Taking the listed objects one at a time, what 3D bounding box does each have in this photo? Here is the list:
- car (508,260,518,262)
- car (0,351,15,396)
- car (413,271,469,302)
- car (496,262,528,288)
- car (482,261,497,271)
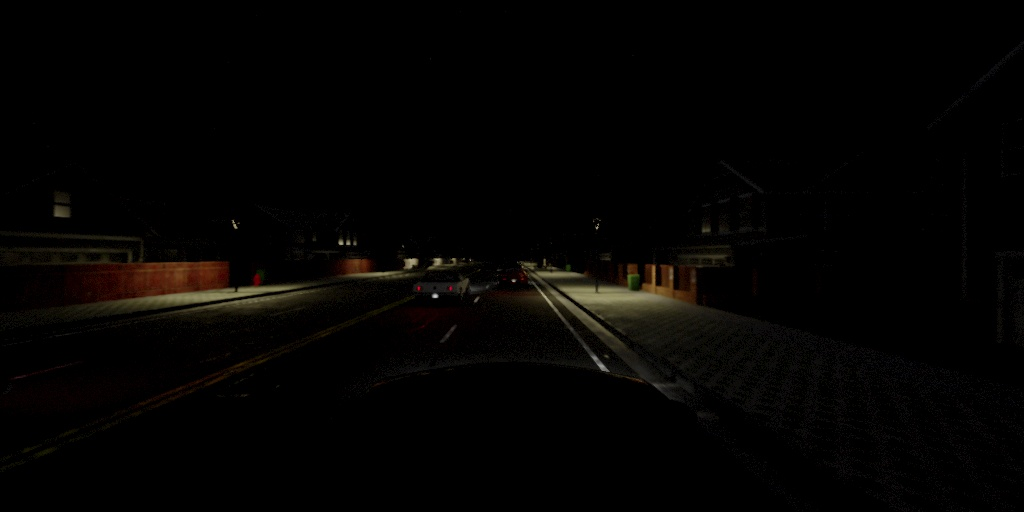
[{"bbox_3d":[0.103,1.353,50.386,1.837,1.490,4.892,0,-1,0],"label":"car"},{"bbox_3d":[-6.589,1.240,1.920,2.128,1.511,4.902,0,0,0],"label":"car"},{"bbox_3d":[-3.152,1.367,16.940,1.895,1.301,4.718,0,0,0],"label":"car"},{"bbox_3d":[0.103,1.307,23.857,1.812,1.442,4.674,0,0,0],"label":"car"},{"bbox_3d":[-3.145,1.413,50.260,1.994,1.385,4.181,0,0,0],"label":"car"}]
